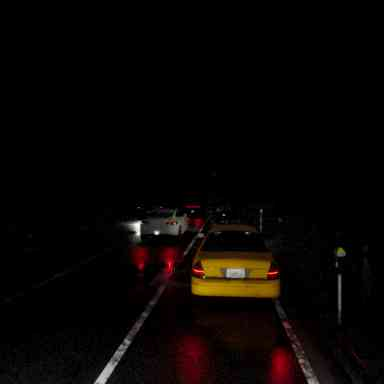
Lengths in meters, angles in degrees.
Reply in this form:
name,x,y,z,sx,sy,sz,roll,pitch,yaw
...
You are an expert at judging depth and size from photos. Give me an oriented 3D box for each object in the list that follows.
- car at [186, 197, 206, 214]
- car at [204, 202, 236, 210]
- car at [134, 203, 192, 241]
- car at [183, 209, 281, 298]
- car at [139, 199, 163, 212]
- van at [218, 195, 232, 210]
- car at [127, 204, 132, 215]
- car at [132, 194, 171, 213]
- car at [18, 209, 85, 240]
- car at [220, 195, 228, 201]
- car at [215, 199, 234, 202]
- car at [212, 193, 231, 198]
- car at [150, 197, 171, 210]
name,x,y,z,sx,sy,sz,roll,pitch,yaw
car,0.303,1.490,31.472,2.128,1.511,4.902,0,0,6
car,2.081,1.551,21.617,2.008,1.369,4.403,0,0,6
car,-1.287,1.525,16.750,1.812,1.442,4.674,0,0,6
car,1.052,1.457,8.606,1.801,1.575,5.366,0,0,6
car,-4.727,1.565,38.958,1.947,1.339,4.313,0,0,6
van,4.315,1.341,43.598,1.690,1.788,3.998,0,0,6
car,-5.285,1.581,33.462,1.802,1.307,4.206,0,0,6
car,-3.183,1.220,28.734,2.150,2.045,5.566,0,0,6
car,-6.960,1.564,16.971,1.947,1.339,4.313,0,0,6
car,8.467,1.466,87.292,1.967,1.590,4.097,0,0,5
car,2.640,1.551,27.112,2.008,1.369,4.403,0,0,6
car,3.757,1.315,38.103,2.192,1.841,5.009,0,0,6
car,-4.168,1.439,44.455,1.967,1.590,4.097,0,0,6
